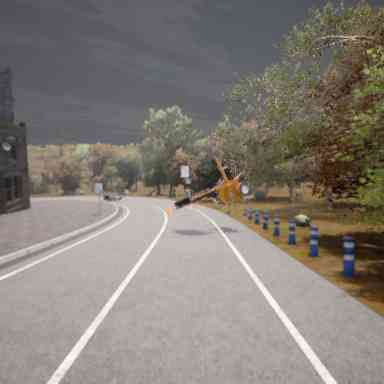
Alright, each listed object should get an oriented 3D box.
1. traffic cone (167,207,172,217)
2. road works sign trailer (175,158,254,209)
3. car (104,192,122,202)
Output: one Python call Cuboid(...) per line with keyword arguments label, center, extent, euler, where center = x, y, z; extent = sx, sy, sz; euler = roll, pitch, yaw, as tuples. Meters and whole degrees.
Cuboid(label="traffic cone", center=(-1.826, 1.685, 26.961), extent=(0.340, 0.580, 0.340), euler=(-1, 2, -4))
Cuboid(label="road works sign trailer", center=(0.920, -0.127, 18.270), extent=(3.560, 2.880, 2.380), euler=(-23, -2, -28))
Cuboid(label="car", center=(-12.504, 0.693, 52.445), extent=(2.128, 1.511, 4.902), euler=(-4, 3, -30))
